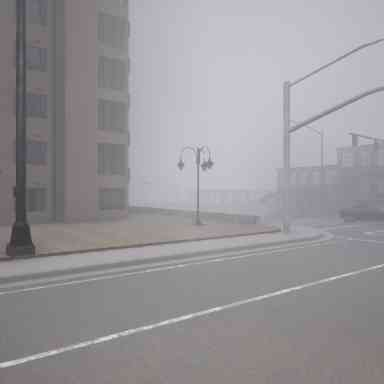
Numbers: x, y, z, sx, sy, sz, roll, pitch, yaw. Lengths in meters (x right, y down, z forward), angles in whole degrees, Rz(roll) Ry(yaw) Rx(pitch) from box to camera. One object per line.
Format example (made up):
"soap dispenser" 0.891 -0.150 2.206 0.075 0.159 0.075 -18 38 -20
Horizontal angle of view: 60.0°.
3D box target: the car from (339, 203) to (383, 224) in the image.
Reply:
"car" 12.677 1.479 22.977 2.128 1.511 4.902 0 -1 -32

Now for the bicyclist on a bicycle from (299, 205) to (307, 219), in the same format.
"bicyclist on a bicycle" 13.543 2.464 40.664 1.656 1.620 0.582 0 -8 -35
